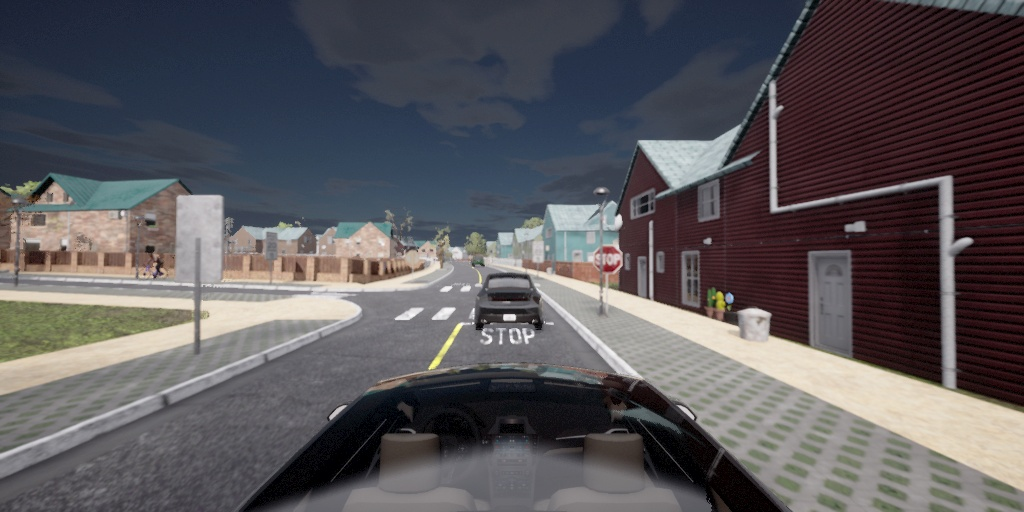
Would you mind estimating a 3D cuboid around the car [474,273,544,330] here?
[{"bbox_3d":[-0.120,1.262,11.177,1.837,1.490,4.892,0,0,-1],"label":"car"}]

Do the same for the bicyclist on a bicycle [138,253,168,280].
[{"bbox_3d":[-21.787,0.650,21.795,0.582,1.620,1.656,1,0,8],"label":"bicyclist on a bicycle"}]
